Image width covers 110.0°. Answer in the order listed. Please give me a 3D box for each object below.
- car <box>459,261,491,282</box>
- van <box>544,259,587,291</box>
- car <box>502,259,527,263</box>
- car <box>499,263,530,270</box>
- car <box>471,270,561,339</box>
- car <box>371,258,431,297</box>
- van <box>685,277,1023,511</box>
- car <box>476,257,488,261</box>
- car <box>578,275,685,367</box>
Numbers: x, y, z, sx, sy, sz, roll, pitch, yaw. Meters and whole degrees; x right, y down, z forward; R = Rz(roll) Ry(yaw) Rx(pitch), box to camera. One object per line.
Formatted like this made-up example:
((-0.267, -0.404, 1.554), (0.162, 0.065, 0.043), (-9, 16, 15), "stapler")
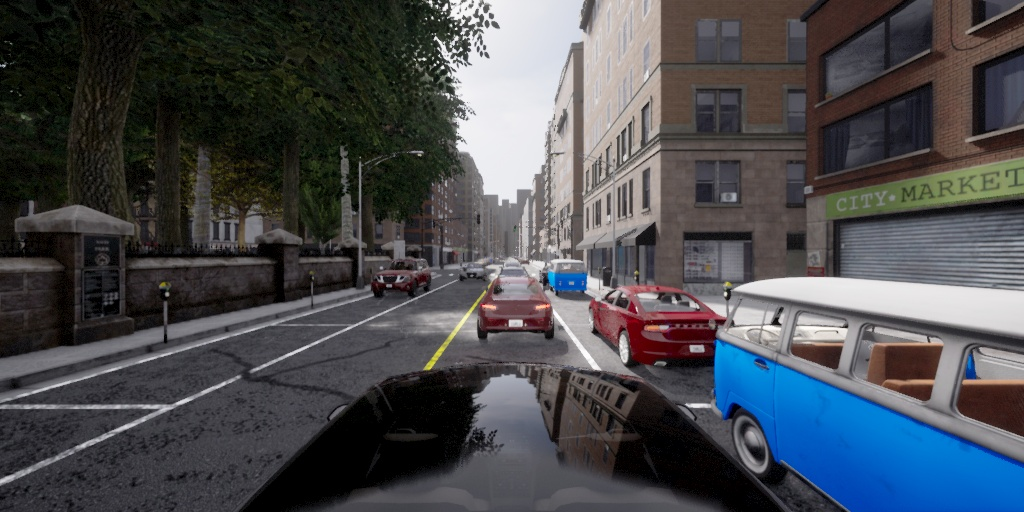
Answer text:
((-3.002, 1.294, 28.669), (1.994, 1.385, 4.181), (0, 0, 0), "car")
((2.861, 1.080, 19.084), (1.690, 1.789, 3.998), (0, 0, 0), "van")
((0.010, 1.234, 29.287), (1.837, 1.490, 4.892), (0, 0, 0), "car")
((0.101, 1.286, 19.543), (2.033, 1.411, 5.357), (0, 0, 1), "car")
((0.097, 1.272, 9.964), (1.812, 1.442, 4.674), (0, 0, 0), "car")
((-5.664, 1.054, 19.045), (2.192, 1.841, 5.009), (0, 0, 0), "car")
((2.857, 1.091, 2.102), (1.690, 1.789, 3.998), (0, 0, 0), "van")
((-5.655, 1.210, 62.564), (1.751, 1.417, 4.829), (0, 0, 0), "car")
((2.858, 1.292, 7.762), (1.888, 1.381, 4.507), (0, 0, 0), "car")
